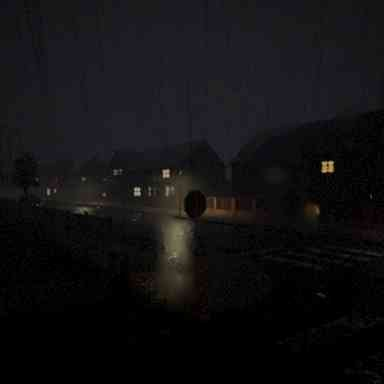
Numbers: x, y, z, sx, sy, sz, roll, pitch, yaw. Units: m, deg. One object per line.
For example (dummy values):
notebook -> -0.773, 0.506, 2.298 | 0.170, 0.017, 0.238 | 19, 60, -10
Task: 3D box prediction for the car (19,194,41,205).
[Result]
car -> -21.770, 1.014, 44.586 | 1.837, 1.490, 4.892 | -1, 1, -40
